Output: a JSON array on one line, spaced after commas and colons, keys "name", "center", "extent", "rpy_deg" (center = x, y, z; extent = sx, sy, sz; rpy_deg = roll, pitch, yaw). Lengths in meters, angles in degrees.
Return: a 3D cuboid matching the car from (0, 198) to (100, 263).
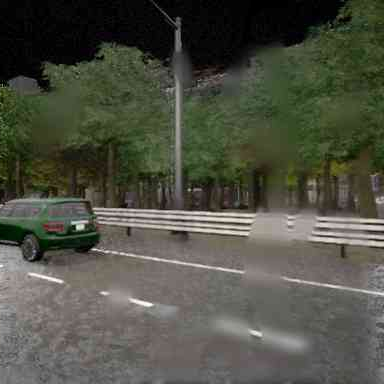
[{"name": "car", "center": [-5.794, 1.240, 12.308], "extent": [5.566, 2.045, 2.150], "rpy_deg": [0, 0, 36]}]
